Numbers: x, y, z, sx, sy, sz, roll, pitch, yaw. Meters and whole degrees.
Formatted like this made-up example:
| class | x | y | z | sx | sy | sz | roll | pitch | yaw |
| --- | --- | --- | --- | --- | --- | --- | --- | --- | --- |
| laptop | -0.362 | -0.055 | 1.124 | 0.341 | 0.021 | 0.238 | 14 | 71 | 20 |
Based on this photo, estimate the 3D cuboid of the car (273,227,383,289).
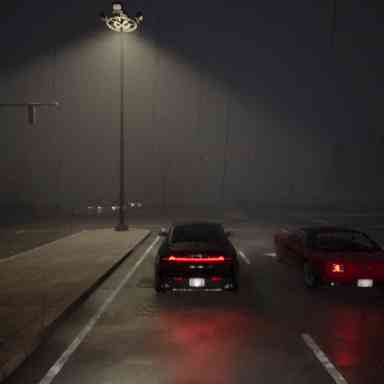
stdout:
| class | x | y | z | sx | sy | sz | roll | pitch | yaw |
| --- | --- | --- | --- | --- | --- | --- | --- | --- | --- |
| car | 3.626 | 1.601 | 9.121 | 1.895 | 1.301 | 4.718 | 0 | 0 | 1 |

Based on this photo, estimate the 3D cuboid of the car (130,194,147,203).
| class | x | y | z | sx | sy | sz | roll | pitch | yaw |
| --- | --- | --- | --- | --- | --- | --- | --- | --- | --- |
| car | -11.104 | 1.601 | 68.410 | 1.895 | 1.301 | 4.718 | 0 | 0 | 0 |

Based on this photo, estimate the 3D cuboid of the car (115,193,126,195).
| class | x | y | z | sx | sy | sz | roll | pitch | yaw |
| --- | --- | --- | --- | --- | --- | --- | --- | --- | --- |
| car | -14.612 | 1.224 | 67.387 | 2.150 | 2.045 | 5.566 | 0 | 0 | 0 |

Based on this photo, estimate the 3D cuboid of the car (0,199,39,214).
| class | x | y | z | sx | sy | sz | roll | pitch | yaw |
| --- | --- | --- | --- | --- | --- | --- | --- | --- | --- |
| car | -18.404 | 1.491 | 34.317 | 4.902 | 1.511 | 2.128 | 0 | 0 | 3 |

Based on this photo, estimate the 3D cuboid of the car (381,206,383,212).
| class | x | y | z | sx | sy | sz | roll | pitch | yaw |
| --- | --- | --- | --- | --- | --- | --- | --- | --- | --- |
| car | 21.033 | 1.601 | 32.213 | 4.718 | 1.301 | 1.895 | 0 | 0 | 1 |

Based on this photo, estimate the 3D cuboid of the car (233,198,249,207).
| class | x | y | z | sx | sy | sz | roll | pitch | yaw |
| --- | --- | --- | --- | --- | --- | --- | --- | --- | --- |
| car | 7.392 | 1.564 | 50.703 | 1.994 | 1.385 | 4.181 | 0 | 0 | 0 |

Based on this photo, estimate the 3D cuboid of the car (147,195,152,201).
| class | x | y | z | sx | sy | sz | roll | pitch | yaw |
| --- | --- | --- | --- | --- | --- | --- | --- | --- | --- |
| car | -11.010 | 1.497 | 82.143 | 1.837 | 1.490 | 4.892 | 0 | 0 | 1 |

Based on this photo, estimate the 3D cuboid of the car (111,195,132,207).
| class | x | y | z | sx | sy | sz | roll | pitch | yaw |
| --- | --- | --- | --- | --- | --- | --- | --- | --- | --- |
| car | -11.286 | 1.563 | 52.196 | 1.994 | 1.385 | 4.181 | 0 | 0 | 1 |

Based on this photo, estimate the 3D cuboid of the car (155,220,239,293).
| class | x | y | z | sx | sy | sz | roll | pitch | yaw |
| --- | --- | --- | --- | --- | --- | --- | --- | --- | --- |
| car | 0.123 | 1.505 | 8.875 | 1.837 | 1.490 | 4.892 | 0 | 0 | 1 |

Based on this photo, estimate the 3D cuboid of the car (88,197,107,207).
| class | x | y | z | sx | sy | sz | roll | pitch | yaw |
| --- | --- | --- | --- | --- | --- | --- | --- | --- | --- |
| car | -14.781 | 1.525 | 52.222 | 1.812 | 1.442 | 4.674 | 0 | 0 | 0 |
